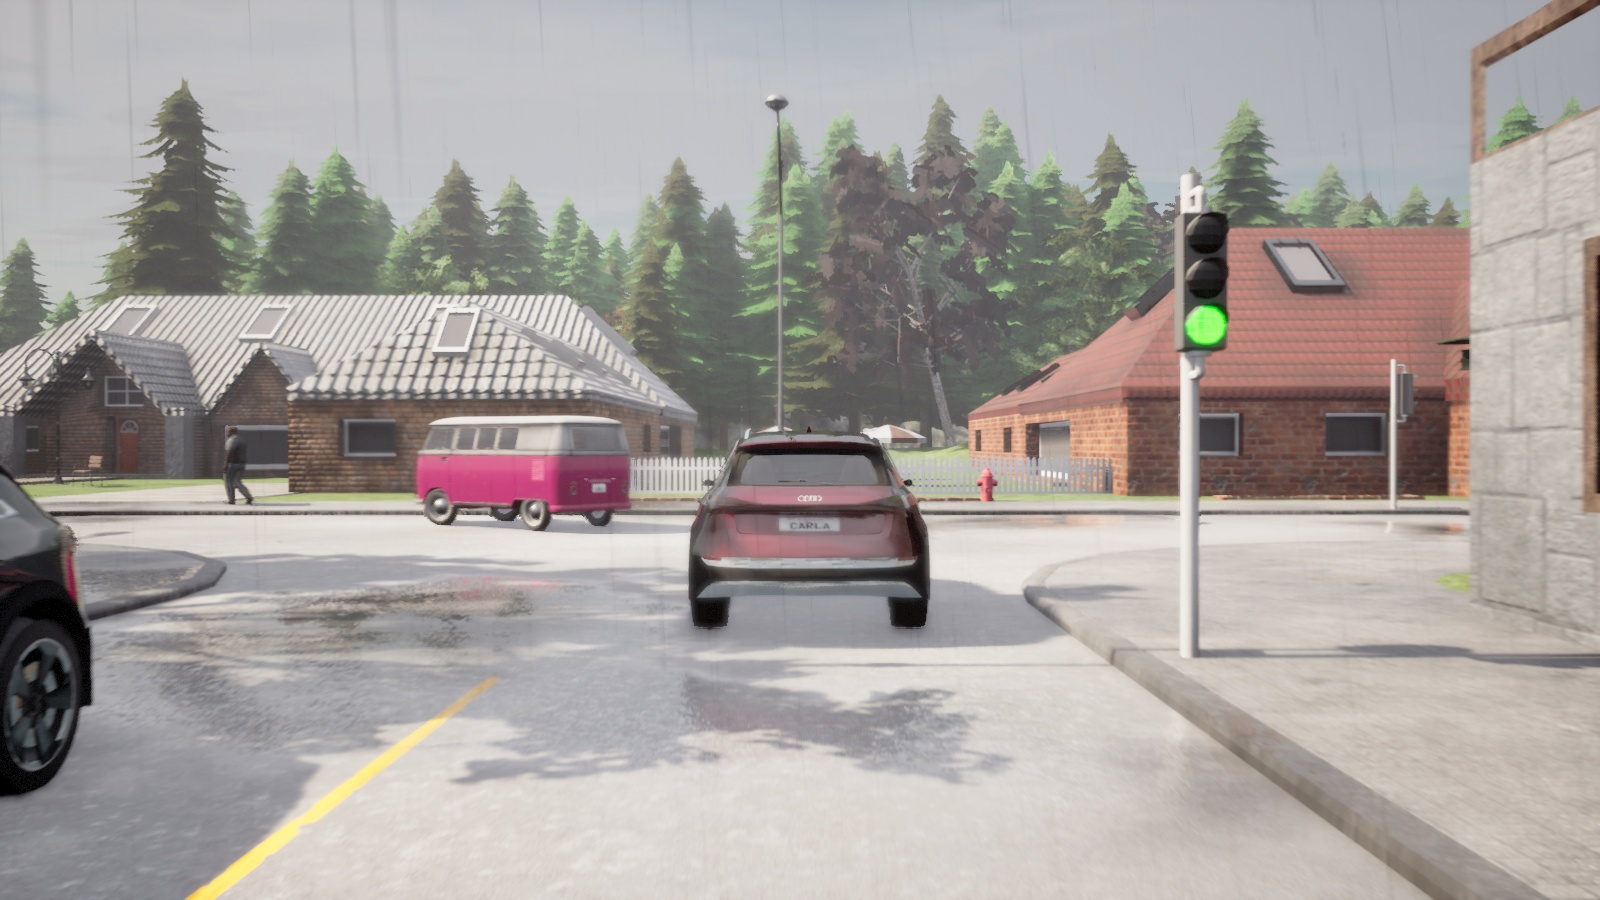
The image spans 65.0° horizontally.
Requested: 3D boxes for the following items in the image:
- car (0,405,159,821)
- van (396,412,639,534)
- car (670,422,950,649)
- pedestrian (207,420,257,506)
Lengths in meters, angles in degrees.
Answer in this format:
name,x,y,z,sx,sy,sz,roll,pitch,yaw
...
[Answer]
name,x,y,z,sx,sy,sz,roll,pitch,yaw
car,-4.117,0.651,3.887,2.033,1.649,4.856,0,0,-4
van,-5.119,0.368,22.496,4.442,1.987,1.775,0,0,36
car,0.076,0.611,11.562,2.033,1.649,4.856,0,0,0
pedestrian,-12.626,0.284,27.925,0.849,1.883,0.563,0,0,6
